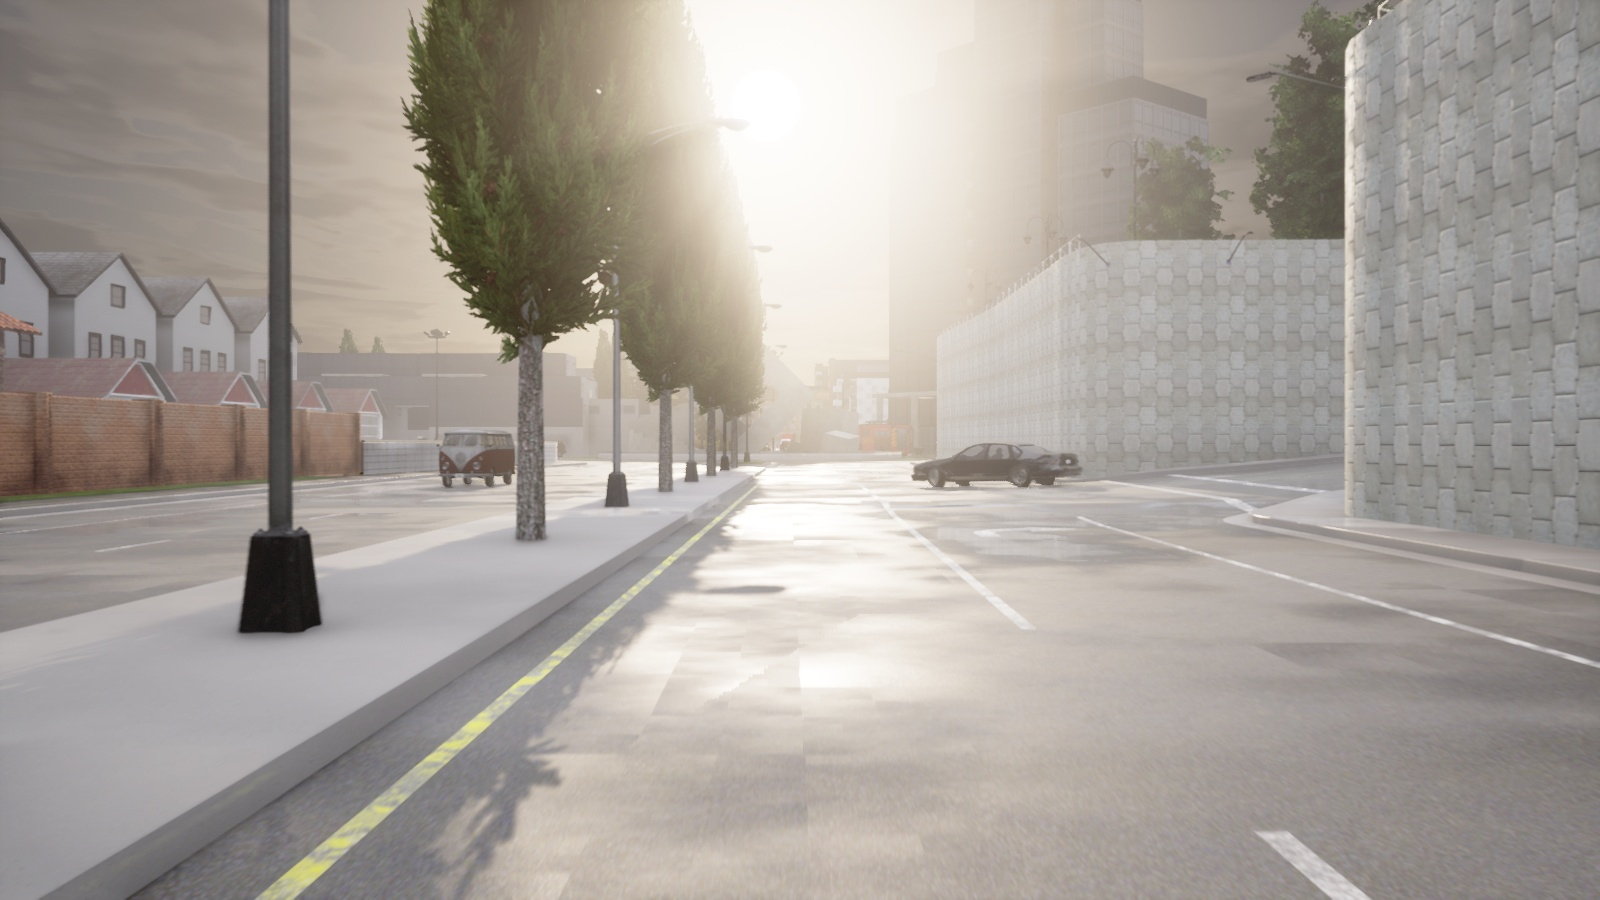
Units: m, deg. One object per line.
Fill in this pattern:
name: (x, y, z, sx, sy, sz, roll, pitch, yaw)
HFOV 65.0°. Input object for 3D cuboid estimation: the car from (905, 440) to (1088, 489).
car: (6.085, 0.468, 39.337, 5.357, 1.411, 2.033, -2, 0, 39)

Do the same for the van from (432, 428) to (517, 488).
van: (-11.236, 0.244, 43.656, 1.775, 1.987, 4.442, 0, 0, 0)
